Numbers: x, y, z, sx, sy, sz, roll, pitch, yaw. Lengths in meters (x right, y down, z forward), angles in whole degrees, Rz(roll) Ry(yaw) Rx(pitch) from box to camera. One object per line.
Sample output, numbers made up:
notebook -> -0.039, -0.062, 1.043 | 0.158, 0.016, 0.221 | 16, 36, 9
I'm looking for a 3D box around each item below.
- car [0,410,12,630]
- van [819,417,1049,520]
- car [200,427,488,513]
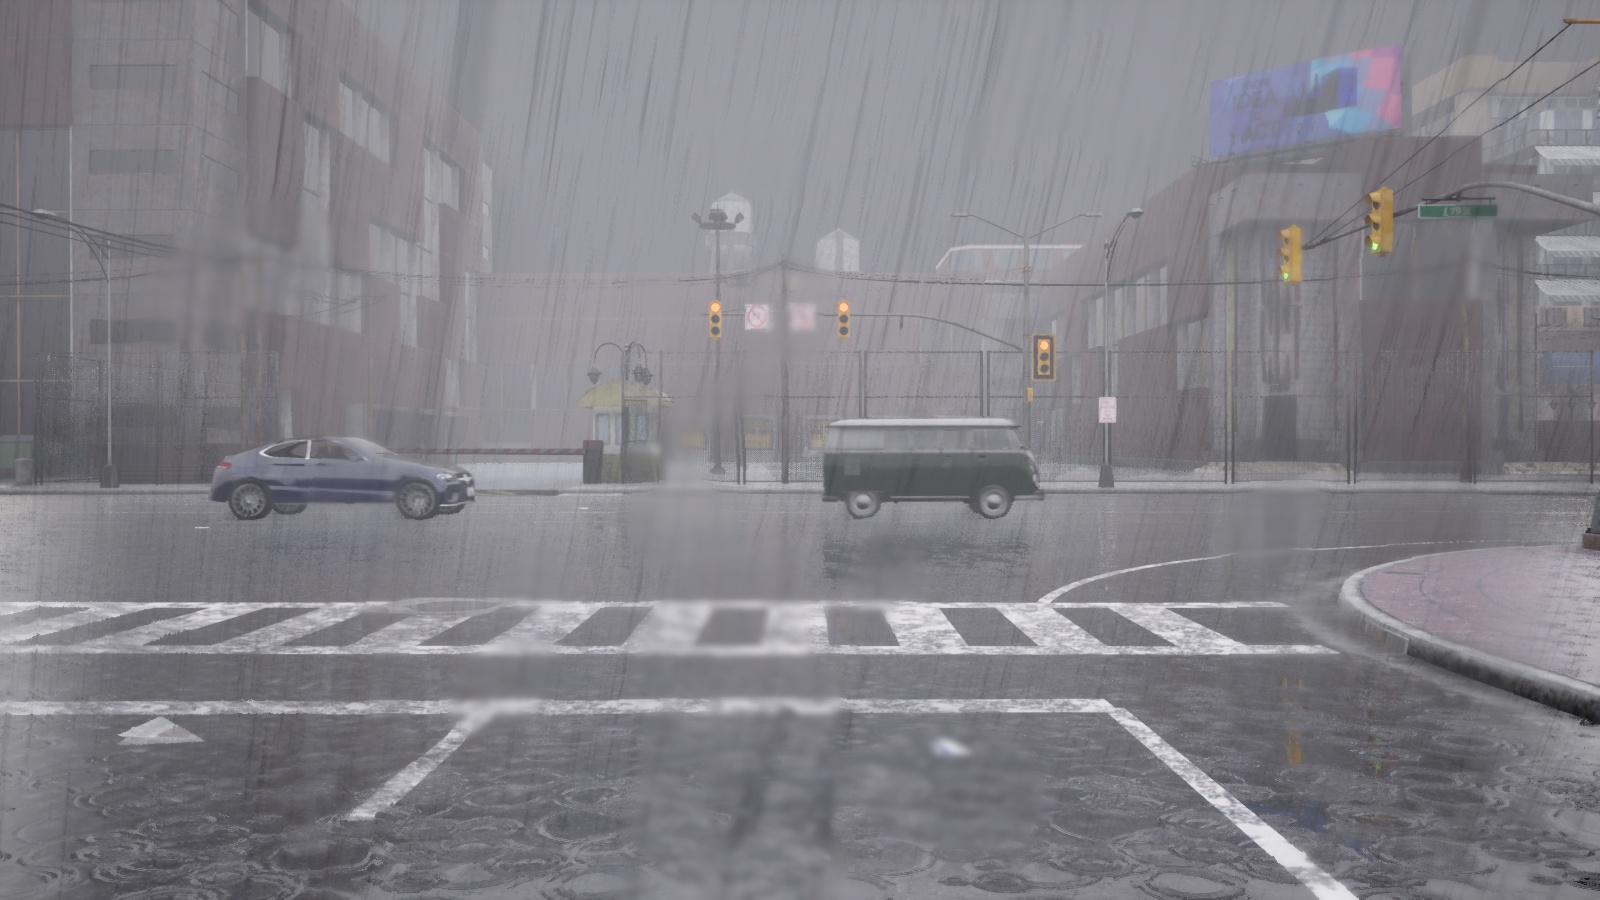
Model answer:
car -> -7.447, 0.542, 7.493 | 2.242, 1.667, 4.611 | 0, 0, 7
van -> 2.613, 0.359, 25.220 | 4.442, 1.987, 1.775 | 0, 0, 0
car -> -9.070, 0.375, 25.311 | 5.027, 1.651, 2.152 | 0, 0, 0
